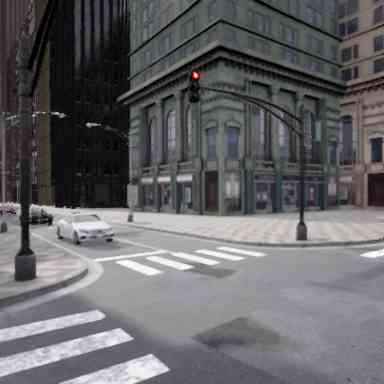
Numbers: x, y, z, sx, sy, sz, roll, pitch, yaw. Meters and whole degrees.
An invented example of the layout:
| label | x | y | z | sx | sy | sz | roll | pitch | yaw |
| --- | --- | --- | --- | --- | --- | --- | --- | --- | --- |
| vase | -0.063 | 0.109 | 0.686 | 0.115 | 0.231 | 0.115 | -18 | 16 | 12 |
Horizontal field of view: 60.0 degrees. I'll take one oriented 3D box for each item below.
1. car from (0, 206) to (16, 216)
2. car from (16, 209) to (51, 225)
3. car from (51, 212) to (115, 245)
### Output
| label | x | y | z | sx | sy | sz | roll | pitch | yaw |
| --- | --- | --- | --- | --- | --- | --- | --- | --- | --- |
| car | -24.518 | 2.452 | 44.164 | 1.895 | 1.301 | 4.718 | 0 | -1 | -35 |
| car | -13.100 | 2.105 | 27.875 | 1.895 | 1.301 | 4.718 | 0 | -1 | -35 |
| car | -5.680 | 1.805 | 17.396 | 1.812 | 1.442 | 4.674 | 0 | -1 | -37 |
